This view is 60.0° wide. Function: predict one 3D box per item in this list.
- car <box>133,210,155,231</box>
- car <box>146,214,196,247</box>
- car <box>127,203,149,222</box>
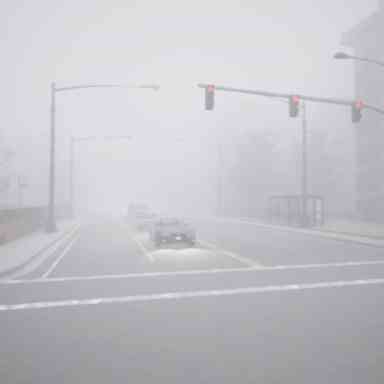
[{"bbox_3d":[-3.584,2.434,27.740,1.895,1.301,4.718,1,-2,-14],"label":"car"},{"bbox_3d":[-1.140,2.120,18.111,1.994,1.385,4.181,1,-2,-14],"label":"car"},{"bbox_3d":[-6.214,2.352,38.189,2.150,2.045,5.566,1,-1,-14],"label":"car"}]
